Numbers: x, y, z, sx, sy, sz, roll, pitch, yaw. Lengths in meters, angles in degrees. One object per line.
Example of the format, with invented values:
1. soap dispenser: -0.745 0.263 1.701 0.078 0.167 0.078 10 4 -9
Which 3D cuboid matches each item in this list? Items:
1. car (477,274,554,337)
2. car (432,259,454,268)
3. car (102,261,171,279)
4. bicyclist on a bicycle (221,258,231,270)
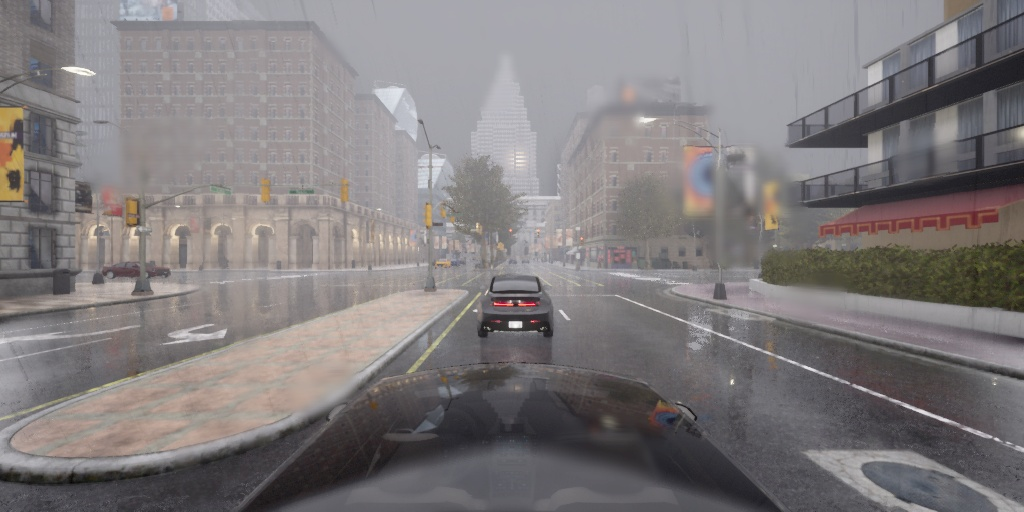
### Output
1. car: 0.097 1.255 10.269 1.837 1.490 4.892 0 0 0
2. car: -11.440 1.228 59.601 1.882 1.535 5.008 0 0 0
3. car: -33.648 1.228 32.230 5.008 1.535 1.882 0 0 0
4. bicyclist on a bicycle: -37.195 1.050 46.688 0.582 1.620 1.656 0 0 0
